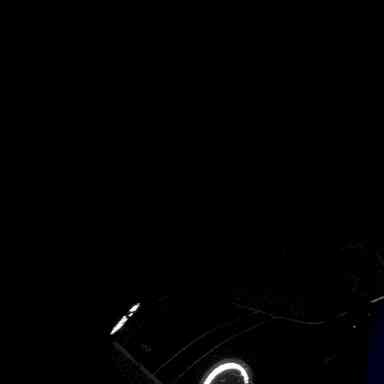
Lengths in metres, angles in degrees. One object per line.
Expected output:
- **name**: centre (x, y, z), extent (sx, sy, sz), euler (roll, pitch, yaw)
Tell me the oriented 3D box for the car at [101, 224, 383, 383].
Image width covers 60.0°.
- **car**: centre (1.285, 1.350, 3.993), extent (4.553, 1.767, 2.097), euler (0, 0, -35)
